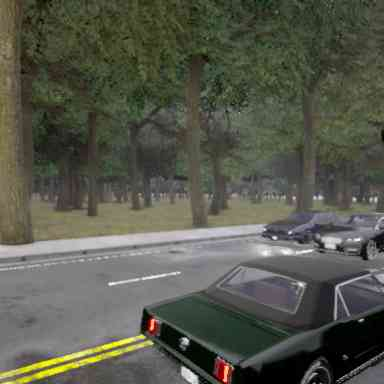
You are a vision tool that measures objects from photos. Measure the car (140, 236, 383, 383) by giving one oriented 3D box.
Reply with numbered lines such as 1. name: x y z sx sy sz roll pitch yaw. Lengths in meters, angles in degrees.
1. car: 1.775 1.614 4.739 4.718 1.301 1.895 0 0 -36

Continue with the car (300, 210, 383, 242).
1. car: 6.563 1.534 12.469 4.902 1.511 2.128 0 0 -36

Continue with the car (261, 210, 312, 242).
1. car: 5.714 1.594 15.868 5.357 1.411 2.033 0 0 -36
